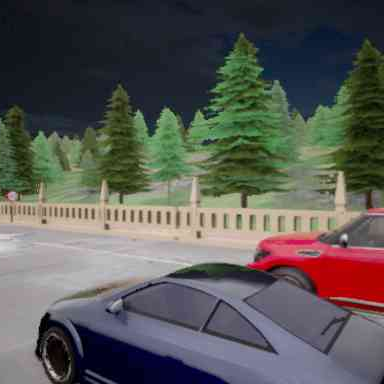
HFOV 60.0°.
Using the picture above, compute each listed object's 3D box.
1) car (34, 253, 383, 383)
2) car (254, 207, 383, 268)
[{"bbox_3d":[0.017,1.567,3.933,4.181,1.385,1.994,0,0,35],"label":"car"},{"bbox_3d":[3.685,1.214,5.639,5.566,2.045,2.150,0,0,35],"label":"car"}]
